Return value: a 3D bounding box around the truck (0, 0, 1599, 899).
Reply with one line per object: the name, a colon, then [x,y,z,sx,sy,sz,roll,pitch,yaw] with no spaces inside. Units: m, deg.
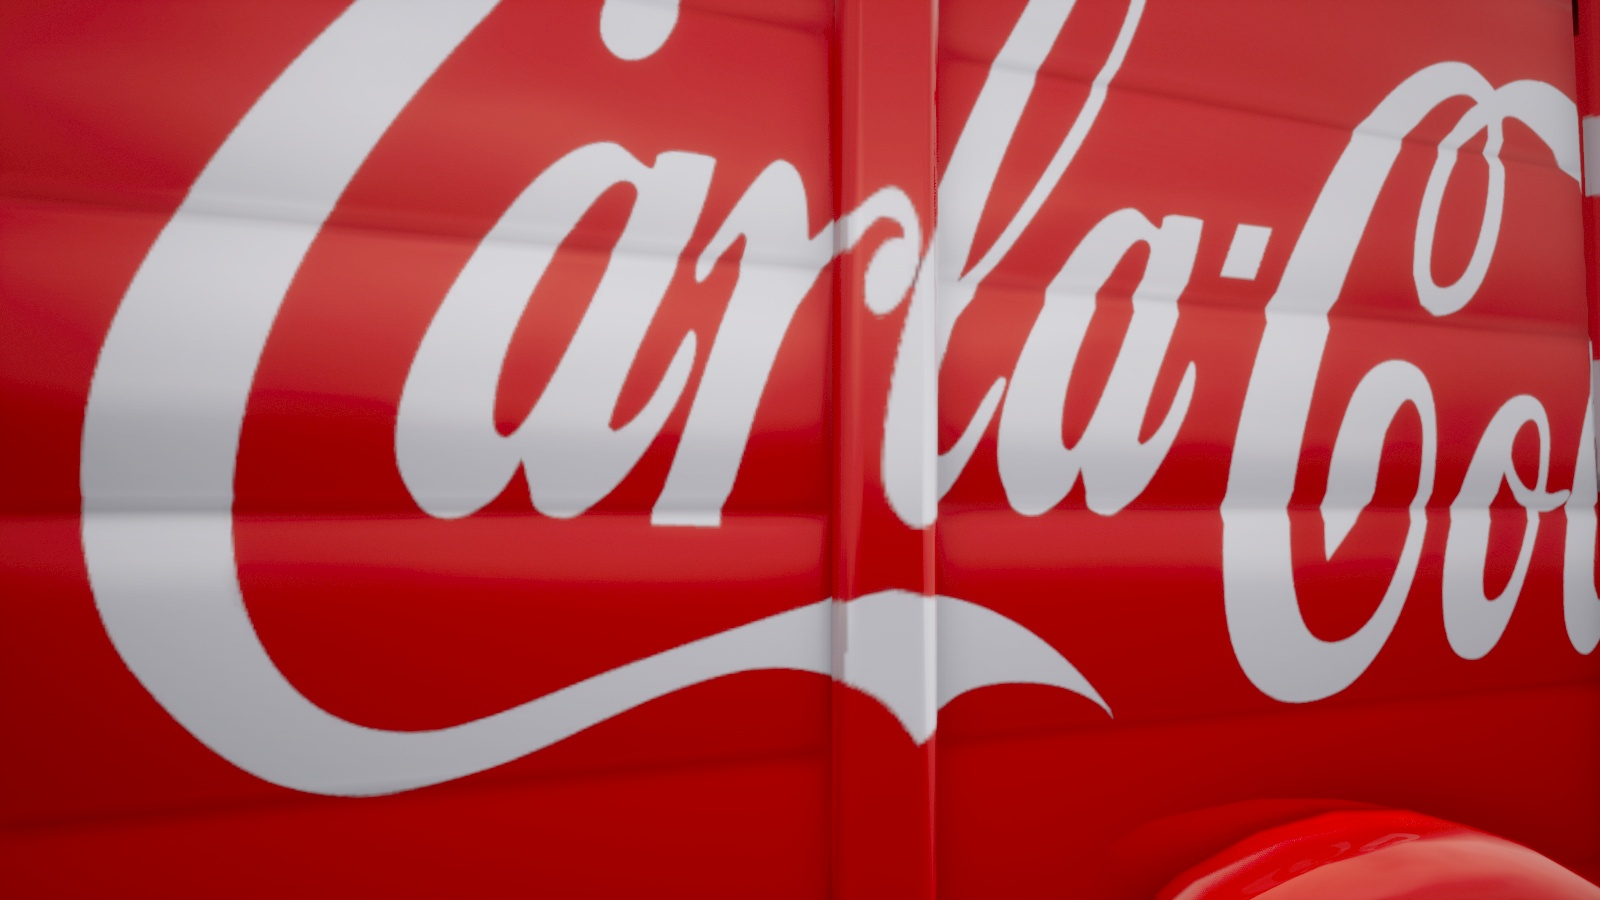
truck: [-0.968,0.266,1.881,5.204,2.467,2.627,1,0,-26]
